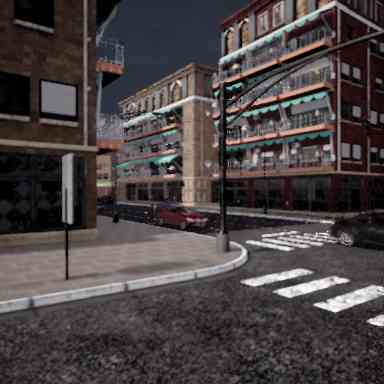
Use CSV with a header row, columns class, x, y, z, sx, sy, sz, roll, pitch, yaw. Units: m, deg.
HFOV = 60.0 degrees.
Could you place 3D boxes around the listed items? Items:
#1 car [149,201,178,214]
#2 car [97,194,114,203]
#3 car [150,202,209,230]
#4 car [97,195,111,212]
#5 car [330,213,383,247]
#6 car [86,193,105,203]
class,x,y,z,sx,sy,sz,roll,pitch,yaw
car,-1.530,1.458,26.706,2.033,1.411,5.357,0,1,-35
car,-13.629,1.213,53.549,1.947,1.339,4.313,0,0,-35
car,-0.675,1.545,20.877,1.802,1.307,4.206,1,0,-35
car,-10.569,1.357,34.786,2.008,1.369,4.403,1,0,-35
car,7.943,1.607,13.392,1.812,1.442,4.674,0,1,-35
car,-16.926,1.041,58.186,1.967,1.590,4.097,0,0,-35
